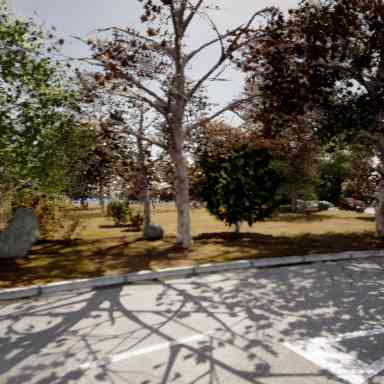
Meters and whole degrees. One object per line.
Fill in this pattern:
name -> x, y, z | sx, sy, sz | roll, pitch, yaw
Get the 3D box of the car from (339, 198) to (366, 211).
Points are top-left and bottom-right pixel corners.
car -> 21.121, 1.577, 43.868 | 2.097, 1.767, 4.553 | 0, 0, 6
